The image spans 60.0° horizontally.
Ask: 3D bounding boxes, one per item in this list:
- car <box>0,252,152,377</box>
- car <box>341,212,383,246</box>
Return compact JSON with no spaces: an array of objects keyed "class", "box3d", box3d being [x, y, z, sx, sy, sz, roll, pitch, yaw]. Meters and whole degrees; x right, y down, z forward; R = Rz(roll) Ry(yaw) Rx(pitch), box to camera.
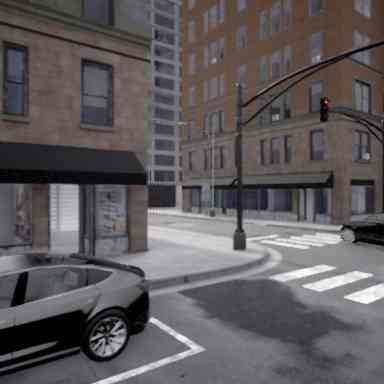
[{"class":"car","box3d":[-2.604,1.564,4.326,4.313,1.339,1.947,0,0,-36]},{"class":"car","box3d":[7.946,1.475,12.902,1.882,1.535,5.008,1,0,-13]}]
